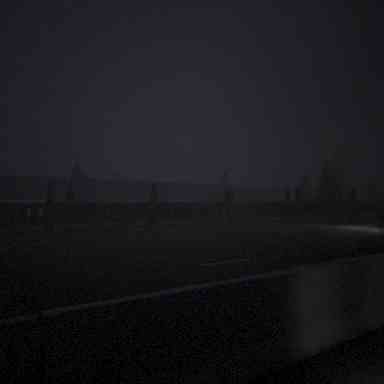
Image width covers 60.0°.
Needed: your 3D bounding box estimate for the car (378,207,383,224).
[{"bbox_3d":[15.945,1.375,23.614,5.566,2.045,2.150,0,0,-20],"label":"car"}]
